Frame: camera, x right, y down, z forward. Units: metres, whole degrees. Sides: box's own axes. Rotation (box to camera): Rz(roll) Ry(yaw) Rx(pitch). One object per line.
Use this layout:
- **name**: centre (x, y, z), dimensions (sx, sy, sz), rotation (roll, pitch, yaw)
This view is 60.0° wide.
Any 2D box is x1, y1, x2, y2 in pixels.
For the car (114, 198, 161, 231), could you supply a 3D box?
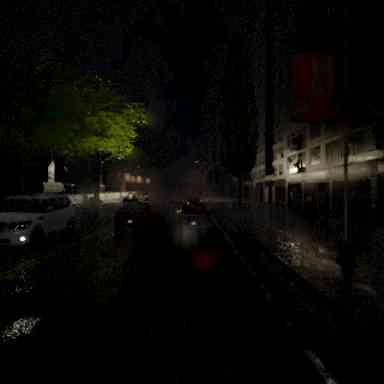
- **car**: centre (-3.147, 1.332, 19.372), dimensions (1.882, 1.535, 5.008), rotation (0, 0, 0)

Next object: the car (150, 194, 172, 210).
- **car**: centre (-3.143, 1.252, 37.868), dimensions (2.033, 1.411, 5.357), rotation (0, 0, 0)

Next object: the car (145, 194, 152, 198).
- **car**: centre (-6.554, 1.050, 55.103), dimensions (2.128, 1.511, 4.902), rotation (0, 1, 0)

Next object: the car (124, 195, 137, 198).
- **car**: centre (-9.811, 1.140, 52.987), dimensions (1.994, 1.385, 4.181), rotation (0, 1, 0)

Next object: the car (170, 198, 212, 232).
- **car**: centre (0.104, 1.350, 18.923), dimensions (2.128, 1.511, 4.902), rotation (0, 0, 0)

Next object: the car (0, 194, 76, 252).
- **car**: centre (-6.598, 1.119, 13.727), dimensions (2.150, 2.045, 5.566), rotation (0, 0, 0)
